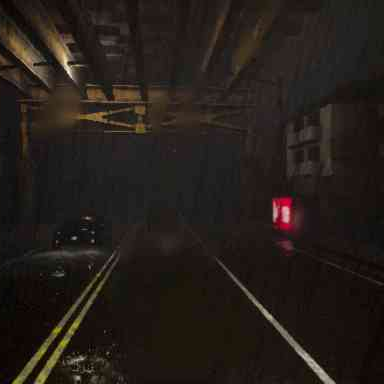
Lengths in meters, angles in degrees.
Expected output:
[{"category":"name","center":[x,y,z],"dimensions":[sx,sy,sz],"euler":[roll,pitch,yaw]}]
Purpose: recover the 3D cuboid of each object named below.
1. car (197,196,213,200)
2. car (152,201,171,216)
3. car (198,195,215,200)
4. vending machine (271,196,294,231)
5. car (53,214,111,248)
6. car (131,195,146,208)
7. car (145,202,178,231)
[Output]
[{"category":"car","center":[4.079,1.656,93.389],"dimensions":[4.974,1.542,2.038],"euler":[-1,0,-26]},{"category":"car","center":[-3.620,1.859,38.768],"dimensions":[2.033,1.411,5.357],"euler":[0,0,-6]},{"category":"car","center":[4.125,1.498,93.412],"dimensions":[4.536,1.218,1.853],"euler":[-1,0,-26]},{"category":"vending machine","center":[5.565,1.299,20.438],"dimensions":[1.100,2.100,0.880],"euler":[0,0,-6]},{"category":"car","center":[-4.994,1.718,15.582],"dimensions":[1.994,1.385,4.181],"euler":[0,0,-6]},{"category":"car","center":[-9.194,1.639,57.611],"dimensions":[2.150,2.045,5.566],"euler":[0,0,-5]},{"category":"car","center":[-1.947,1.656,22.135],"dimensions":[1.882,1.535,5.008],"euler":[0,-1,-6]}]
